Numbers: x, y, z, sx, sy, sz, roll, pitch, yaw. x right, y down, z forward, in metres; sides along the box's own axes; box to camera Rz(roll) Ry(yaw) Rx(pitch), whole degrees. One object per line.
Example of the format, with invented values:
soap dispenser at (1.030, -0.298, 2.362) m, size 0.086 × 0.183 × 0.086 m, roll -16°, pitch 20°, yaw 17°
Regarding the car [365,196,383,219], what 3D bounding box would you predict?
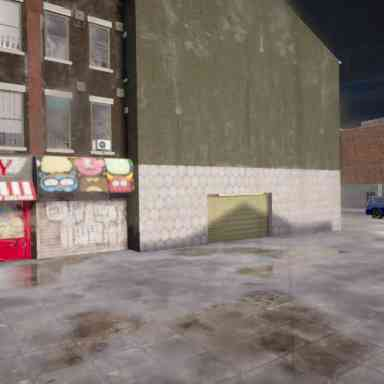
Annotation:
car at (17.560, 1.334, 27.877) m, size 2.150 × 2.045 × 5.566 m, roll -1°, pitch 0°, yaw -35°
